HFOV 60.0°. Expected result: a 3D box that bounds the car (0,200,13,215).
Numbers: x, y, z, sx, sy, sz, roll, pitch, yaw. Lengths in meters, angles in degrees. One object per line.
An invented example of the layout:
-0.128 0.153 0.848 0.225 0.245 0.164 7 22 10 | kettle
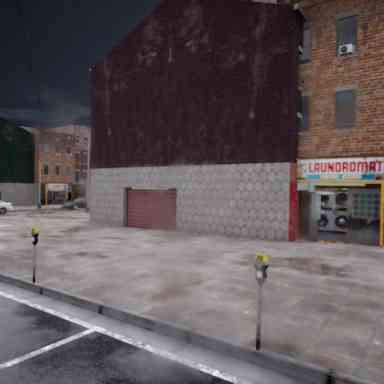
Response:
-19.081 1.402 30.690 1.812 1.442 4.674 1 1 34 | car

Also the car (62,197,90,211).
-12.929 1.344 39.244 1.837 1.490 4.892 1 1 36 | car
